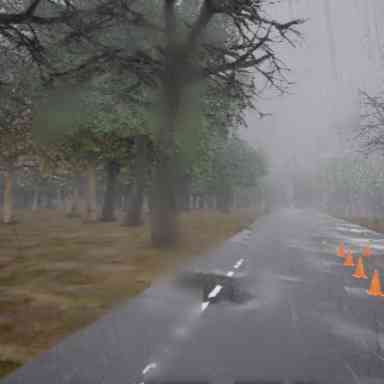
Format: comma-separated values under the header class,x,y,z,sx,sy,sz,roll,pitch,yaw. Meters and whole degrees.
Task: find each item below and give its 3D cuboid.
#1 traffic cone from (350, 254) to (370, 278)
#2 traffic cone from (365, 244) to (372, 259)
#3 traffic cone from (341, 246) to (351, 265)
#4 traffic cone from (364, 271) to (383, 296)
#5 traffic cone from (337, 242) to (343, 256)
class,x,y,z,sx,sy,sz,roll,pitch,yaw
traffic cone,5.225,2.338,10.347,0.340,0.580,0.340,3,-1,17
traffic cone,7.326,2.483,13.892,0.340,0.580,0.340,3,-1,17
traffic cone,5.798,2.386,12.263,0.340,0.580,0.340,3,-1,17
traffic cone,4.653,2.290,8.432,0.340,0.580,0.340,3,-1,17
traffic cone,6.369,2.434,14.179,0.340,0.580,0.340,3,-1,17
